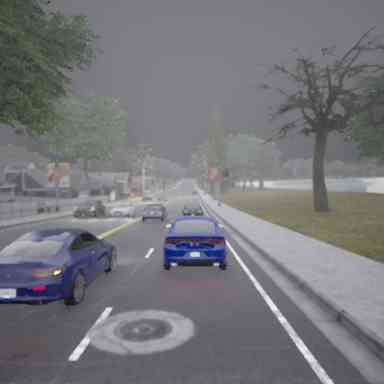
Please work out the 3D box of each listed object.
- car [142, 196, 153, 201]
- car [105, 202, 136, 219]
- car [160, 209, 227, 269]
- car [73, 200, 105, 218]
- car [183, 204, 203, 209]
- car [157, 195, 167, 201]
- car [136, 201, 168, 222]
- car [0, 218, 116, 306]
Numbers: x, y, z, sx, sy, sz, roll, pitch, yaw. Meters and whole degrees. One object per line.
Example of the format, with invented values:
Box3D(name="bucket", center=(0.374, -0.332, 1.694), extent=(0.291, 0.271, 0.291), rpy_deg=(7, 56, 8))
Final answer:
Box3D(name="car", center=(-9.776, 1.477, 72.667), extent=(1.895, 1.301, 4.718), rpy_deg=(0, 1, 0))
Box3D(name="car", center=(-6.609, 1.726, 32.087), extent=(1.812, 1.442, 4.674), rpy_deg=(0, 0, 0))
Box3D(name="car", center=(0.091, 1.568, 11.512), extent=(1.882, 1.535, 5.008), rpy_deg=(0, 0, 0))
Box3D(name="car", center=(-9.858, 1.553, 32.370), extent=(2.097, 1.767, 4.553), rpy_deg=(0, 0, 0))
Box3D(name="car", center=(0.086, 1.801, 31.883), extent=(1.895, 1.301, 4.718), rpy_deg=(0, 0, 0))
Box3D(name="car", center=(-6.526, 1.382, 72.698), extent=(1.837, 1.490, 4.892), rpy_deg=(0, 1, 0))
Box3D(name="car", center=(-3.164, 1.741, 28.783), extent=(2.033, 1.411, 5.357), rpy_deg=(0, 0, 0))
Box3D(name="car", center=(-3.179, 1.590, 8.050), extent=(1.812, 1.442, 4.674), rpy_deg=(0, 0, 0))
